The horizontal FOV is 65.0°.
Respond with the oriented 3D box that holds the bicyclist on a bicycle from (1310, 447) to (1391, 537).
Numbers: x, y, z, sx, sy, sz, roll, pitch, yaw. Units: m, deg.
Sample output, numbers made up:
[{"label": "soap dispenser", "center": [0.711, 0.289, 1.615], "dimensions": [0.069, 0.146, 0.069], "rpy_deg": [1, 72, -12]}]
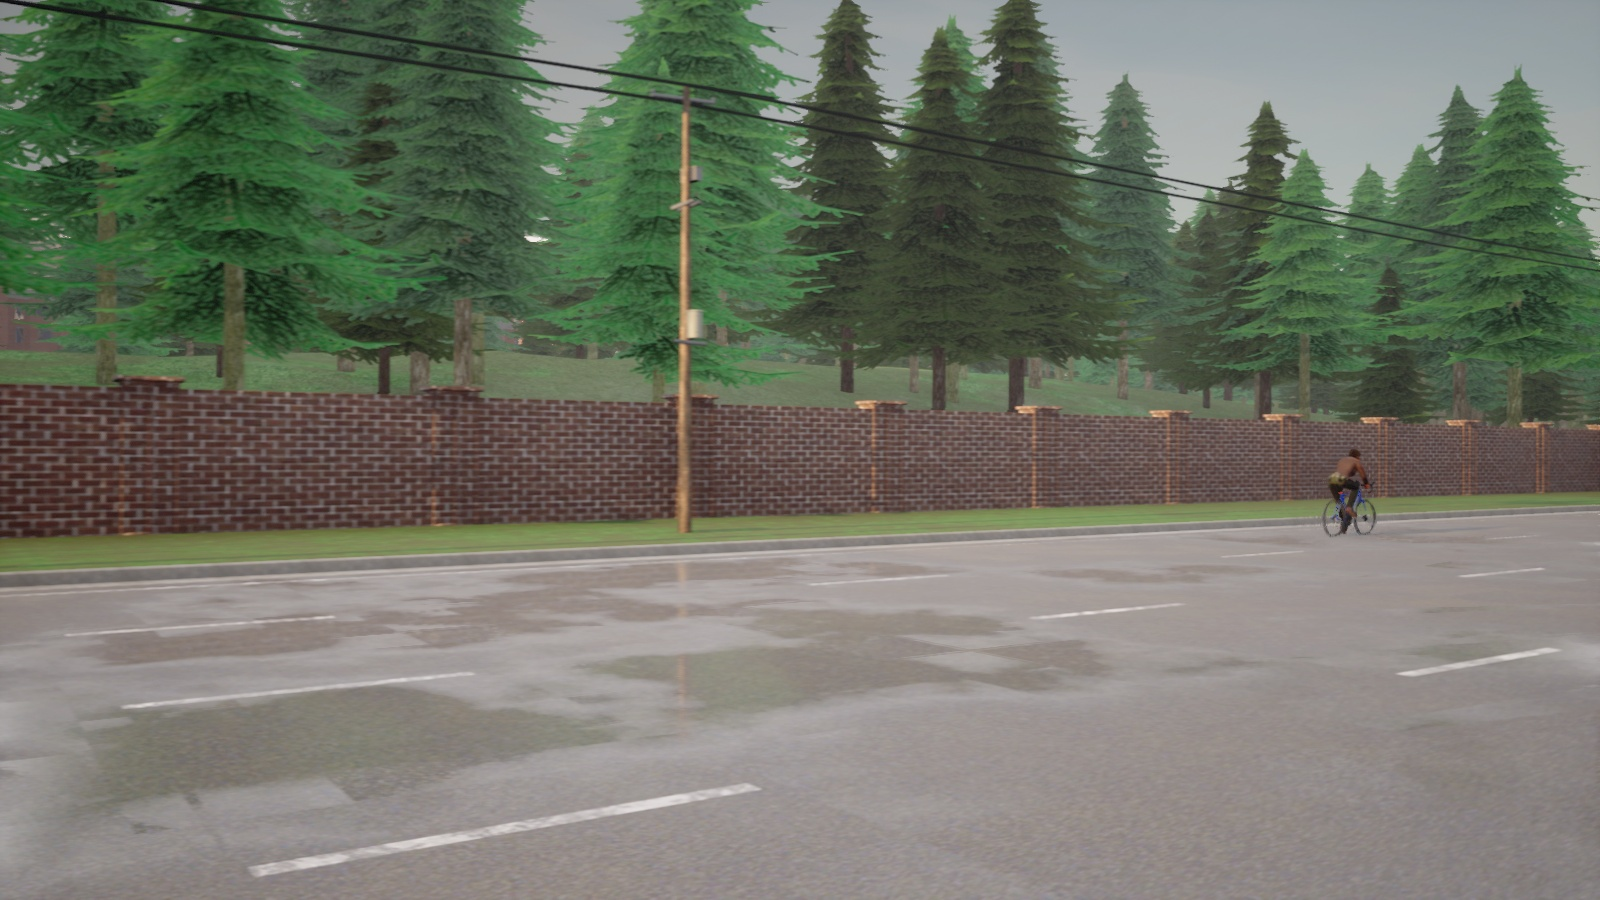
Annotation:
[{"label": "bicyclist on a bicycle", "center": [10.183, 0.761, 23.209], "dimensions": [1.656, 1.620, 0.582], "rpy_deg": [1, 0, -34]}]
